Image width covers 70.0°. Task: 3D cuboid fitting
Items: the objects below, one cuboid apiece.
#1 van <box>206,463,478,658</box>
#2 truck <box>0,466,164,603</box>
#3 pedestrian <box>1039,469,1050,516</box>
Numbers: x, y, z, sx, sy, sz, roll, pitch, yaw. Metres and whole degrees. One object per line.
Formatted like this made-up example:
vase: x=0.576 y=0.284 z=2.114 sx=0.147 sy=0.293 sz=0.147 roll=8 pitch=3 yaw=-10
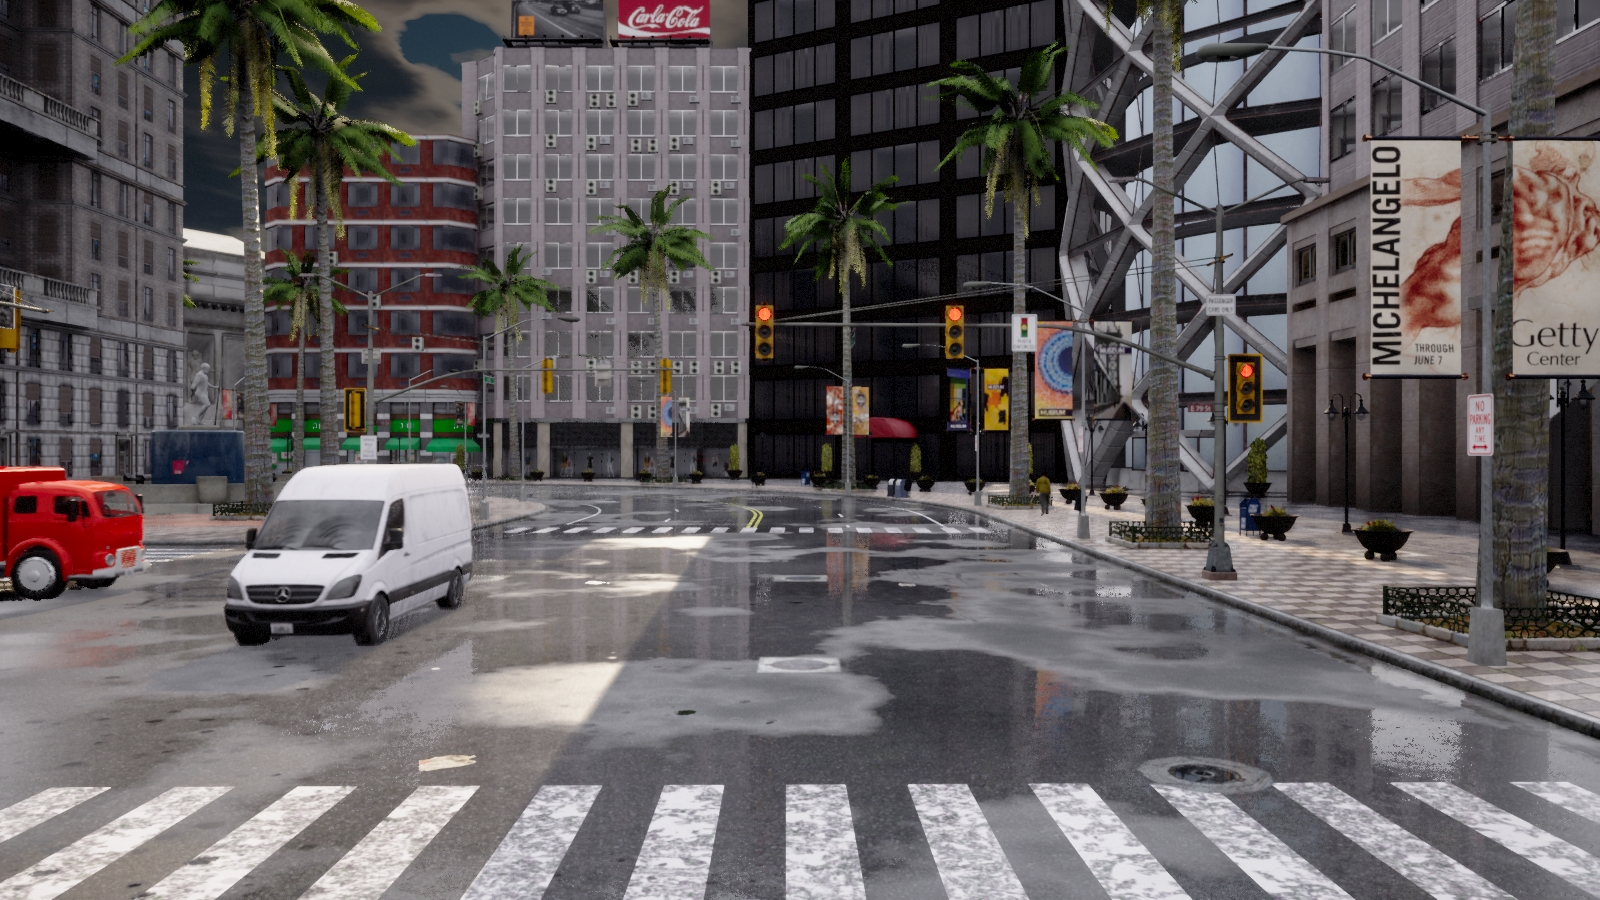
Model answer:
van: x=-7.007 y=1.527 z=18.356 sx=1.988 sy=2.561 sz=5.915 roll=0 pitch=0 yaw=0
truck: x=-15.678 y=1.560 z=22.171 sx=5.204 sy=2.467 sz=2.627 roll=0 pitch=0 yaw=-2
pedestrian: x=9.720 y=1.680 z=45.447 sx=0.375 sy=1.860 sz=0.375 roll=0 pitch=0 yaw=24
